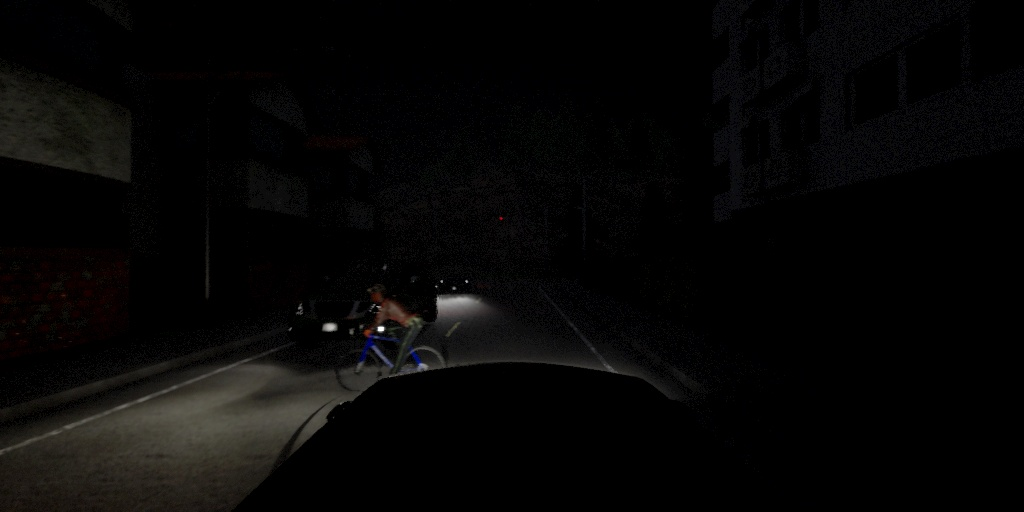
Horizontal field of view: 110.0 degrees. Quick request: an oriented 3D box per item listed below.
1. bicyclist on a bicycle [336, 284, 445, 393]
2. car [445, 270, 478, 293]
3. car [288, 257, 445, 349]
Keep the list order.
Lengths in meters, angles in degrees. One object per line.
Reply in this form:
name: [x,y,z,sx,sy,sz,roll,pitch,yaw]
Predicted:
bicyclist on a bicycle: [-1.826,1.243,5.354,1.656,1.620,0.582,-2,-1,1]
car: [-3.319,1.581,22.947,1.895,1.301,4.718,0,-1,1]
car: [-3.530,1.056,9.777,2.150,2.045,5.566,0,0,1]
